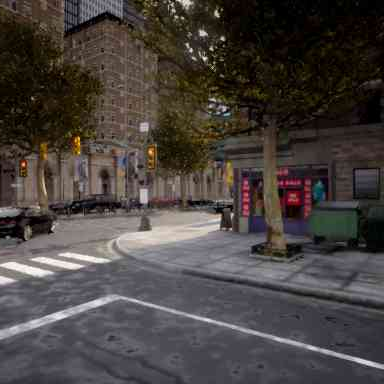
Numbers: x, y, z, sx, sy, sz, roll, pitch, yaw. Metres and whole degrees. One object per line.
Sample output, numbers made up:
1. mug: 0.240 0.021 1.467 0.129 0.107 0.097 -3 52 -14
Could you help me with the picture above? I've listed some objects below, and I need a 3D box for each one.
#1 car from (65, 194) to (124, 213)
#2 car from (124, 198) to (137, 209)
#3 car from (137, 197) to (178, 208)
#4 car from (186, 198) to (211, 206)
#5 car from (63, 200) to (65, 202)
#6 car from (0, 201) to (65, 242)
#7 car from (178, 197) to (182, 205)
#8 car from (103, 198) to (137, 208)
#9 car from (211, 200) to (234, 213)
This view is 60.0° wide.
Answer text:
1. car: -10.498 1.221 36.226 2.150 2.045 5.566 0 0 36
2. car: -7.855 1.526 45.859 1.812 1.442 4.674 0 0 36
3. car: -4.521 1.478 44.521 1.882 1.535 5.008 0 0 36
4. car: 1.499 1.601 52.858 1.895 1.301 4.718 0 0 36
5. car: -13.763 1.547 37.679 2.033 1.411 5.357 0 0 36
6. car: -8.339 1.483 16.436 1.882 1.535 5.008 -2 0 0
7. car: -1.932 1.564 54.090 1.994 1.385 4.181 0 0 36
8. car: -10.271 1.595 47.917 1.895 1.301 4.718 0 0 36
9. car: 4.409 1.601 37.064 1.895 1.301 4.718 0 0 36
